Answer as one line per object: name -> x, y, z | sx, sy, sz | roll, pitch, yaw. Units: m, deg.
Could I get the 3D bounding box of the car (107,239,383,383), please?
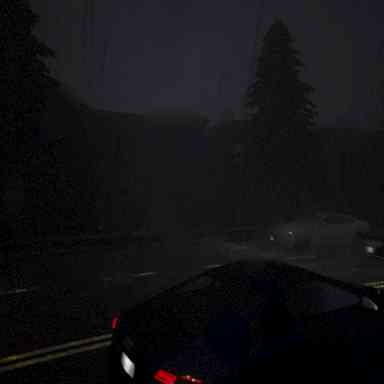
car -> 1.133, 1.578, 4.106 | 4.181, 1.385, 1.994 | 0, 0, -30

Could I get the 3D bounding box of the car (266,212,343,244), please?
car -> 5.372, 1.583, 13.988 | 4.674, 1.442, 1.812 | 0, 0, -19

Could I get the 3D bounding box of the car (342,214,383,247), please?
car -> 7.911, 1.553, 11.182 | 4.902, 1.511, 2.128 | 0, 0, -18
